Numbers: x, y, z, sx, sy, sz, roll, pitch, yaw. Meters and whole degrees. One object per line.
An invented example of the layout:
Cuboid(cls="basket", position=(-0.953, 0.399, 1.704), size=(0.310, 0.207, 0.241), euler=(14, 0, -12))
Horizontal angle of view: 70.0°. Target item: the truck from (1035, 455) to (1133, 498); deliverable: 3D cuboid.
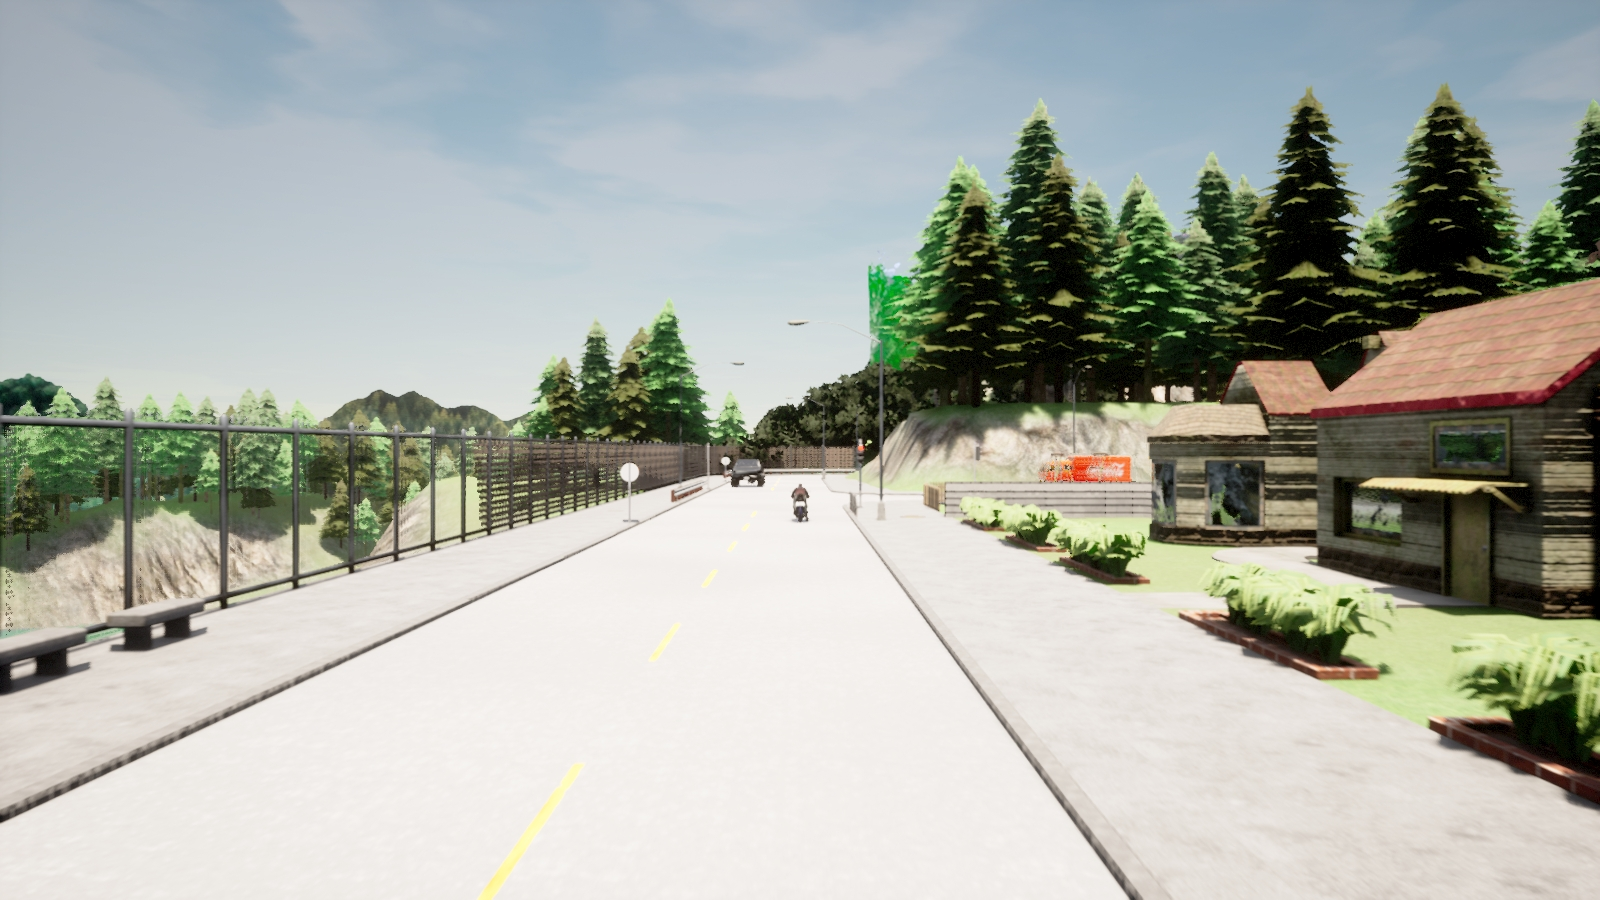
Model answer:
Cuboid(cls="truck", position=(16.864, 1.568, 68.104), size=(5.204, 2.467, 2.627), euler=(0, 0, 0))

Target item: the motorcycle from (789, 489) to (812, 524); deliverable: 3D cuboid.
Cuboid(cls="motorcycle", position=(0.012, 2.205, 44.857), size=(0.867, 1.251, 2.209), euler=(0, 0, 0))
